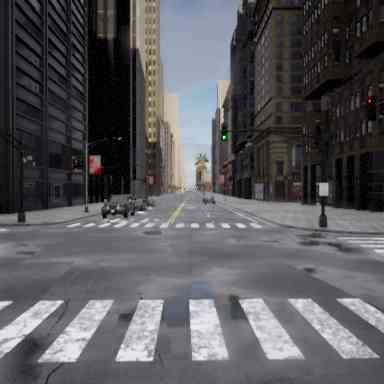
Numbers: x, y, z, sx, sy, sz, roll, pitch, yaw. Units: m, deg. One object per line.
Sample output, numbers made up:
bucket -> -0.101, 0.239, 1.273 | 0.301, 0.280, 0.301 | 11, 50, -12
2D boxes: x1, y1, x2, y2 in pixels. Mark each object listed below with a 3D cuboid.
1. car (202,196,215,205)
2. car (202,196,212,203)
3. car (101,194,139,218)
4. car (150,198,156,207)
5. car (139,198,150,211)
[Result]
car -> 3.266, 1.554, 61.003 | 1.812, 1.442, 4.674 | 0, 0, 0
car -> 3.213, 1.551, 70.923 | 1.812, 1.442, 4.674 | 0, 0, 0
car -> -6.638, 1.249, 30.565 | 2.150, 2.045, 5.566 | 0, 0, 0
car -> -6.664, 1.593, 50.461 | 1.994, 1.385, 4.181 | 0, 0, -1
car -> -6.643, 1.533, 40.439 | 1.837, 1.490, 4.892 | 0, 0, 0
